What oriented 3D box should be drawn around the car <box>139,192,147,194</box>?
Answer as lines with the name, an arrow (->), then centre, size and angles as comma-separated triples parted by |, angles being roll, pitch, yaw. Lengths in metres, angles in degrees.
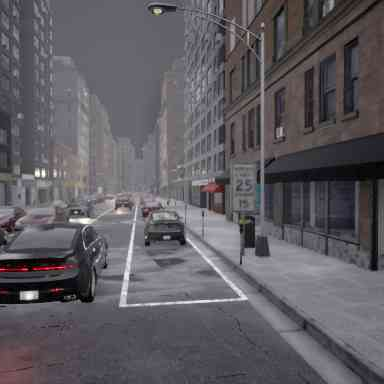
car -> -7.493, 1.151, 53.840 | 1.967, 1.590, 4.097 | -1, 0, -9

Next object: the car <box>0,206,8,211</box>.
car -> -10.597, 1.488, 18.958 | 1.802, 1.307, 4.206 | -1, 0, -9

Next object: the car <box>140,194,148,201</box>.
car -> -11.035, 1.211, 76.210 | 1.947, 1.339, 4.313 | -1, 0, -9

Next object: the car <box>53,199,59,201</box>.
car -> -12.342, 1.365, 29.975 | 1.752, 1.417, 4.829 | -1, 0, -9

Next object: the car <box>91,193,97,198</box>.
car -> -15.028, 1.198, 46.919 | 1.967, 1.590, 4.097 | -1, 0, -9

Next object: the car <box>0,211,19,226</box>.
car -> -6.332, 1.476, 8.460 | 1.837, 1.490, 4.892 | 0, 0, -9

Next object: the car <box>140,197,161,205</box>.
car -> -3.063, 1.391, 25.881 | 1.887, 1.381, 4.507 | -1, 0, -9

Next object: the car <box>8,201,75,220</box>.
car -> -7.787, 1.436, 17.660 | 1.812, 1.442, 4.674 | 0, 1, -9

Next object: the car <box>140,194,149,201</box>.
car -> -10.149, 1.226, 70.619 | 1.947, 1.339, 4.313 | -1, 0, -9

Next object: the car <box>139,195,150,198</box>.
car -> -4.834, 1.329, 37.065 | 1.887, 1.381, 4.507 | -1, 0, -9

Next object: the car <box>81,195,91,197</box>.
car -> -14.141, 1.348, 41.328 | 1.947, 1.339, 4.313 | -1, 0, -9

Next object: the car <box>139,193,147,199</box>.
car -> -13.695, 1.052, 92.988 | 1.967, 1.590, 4.097 | -1, 0, -9

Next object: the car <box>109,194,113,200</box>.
car -> -20.342, 1.202, 80.477 | 1.887, 1.381, 4.507 | -1, 0, -9

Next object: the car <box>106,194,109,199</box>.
car -> -17.687, 1.141, 63.698 | 1.967, 1.590, 4.097 | -1, 0, -9

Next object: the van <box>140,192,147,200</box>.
van -> -11.924, 0.974, 81.803 | 1.690, 1.788, 3.998 | -1, 0, -9

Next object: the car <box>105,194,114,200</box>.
car -> -21.229, 1.191, 86.070 | 1.887, 1.381, 4.507 | -1, 0, -9

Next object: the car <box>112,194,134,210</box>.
car -> -7.922, 1.287, 38.696 | 1.837, 1.490, 4.892 | 0, 0, -9

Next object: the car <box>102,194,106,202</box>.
car -> -16.802, 1.033, 58.103 | 2.192, 1.841, 5.009 | -1, 0, -9

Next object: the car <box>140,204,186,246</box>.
car -> -1.291, 1.469, 14.696 | 2.008, 1.369, 4.403 | -1, 0, -9

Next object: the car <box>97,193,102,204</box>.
car -> -15.915, 1.177, 52.512 | 1.967, 1.590, 4.097 | -1, 0, -9

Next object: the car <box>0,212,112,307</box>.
car -> -3.116, 1.473, 7.980 | 1.837, 1.490, 4.892 | 0, 0, -9

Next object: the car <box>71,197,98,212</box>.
car -> -9.410, 1.410, 27.944 | 1.994, 1.385, 4.181 | 0, 0, -9

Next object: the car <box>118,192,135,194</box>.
car -> -9.602, 1.089, 48.943 | 2.097, 1.767, 4.553 | 0, 0, -9
